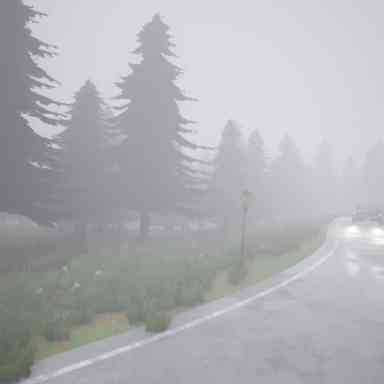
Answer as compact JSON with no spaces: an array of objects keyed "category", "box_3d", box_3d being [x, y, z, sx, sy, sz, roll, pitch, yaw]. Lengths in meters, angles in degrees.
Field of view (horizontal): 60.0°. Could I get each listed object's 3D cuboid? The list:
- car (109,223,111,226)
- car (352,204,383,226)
[{"category":"car","box_3d":[-22.836,8.173,84.995,4.193,1.474,1.816,4,3,-6]},{"category":"car","box_3d":[12.276,1.506,23.220,1.895,1.301,4.718,1,1,29]}]
